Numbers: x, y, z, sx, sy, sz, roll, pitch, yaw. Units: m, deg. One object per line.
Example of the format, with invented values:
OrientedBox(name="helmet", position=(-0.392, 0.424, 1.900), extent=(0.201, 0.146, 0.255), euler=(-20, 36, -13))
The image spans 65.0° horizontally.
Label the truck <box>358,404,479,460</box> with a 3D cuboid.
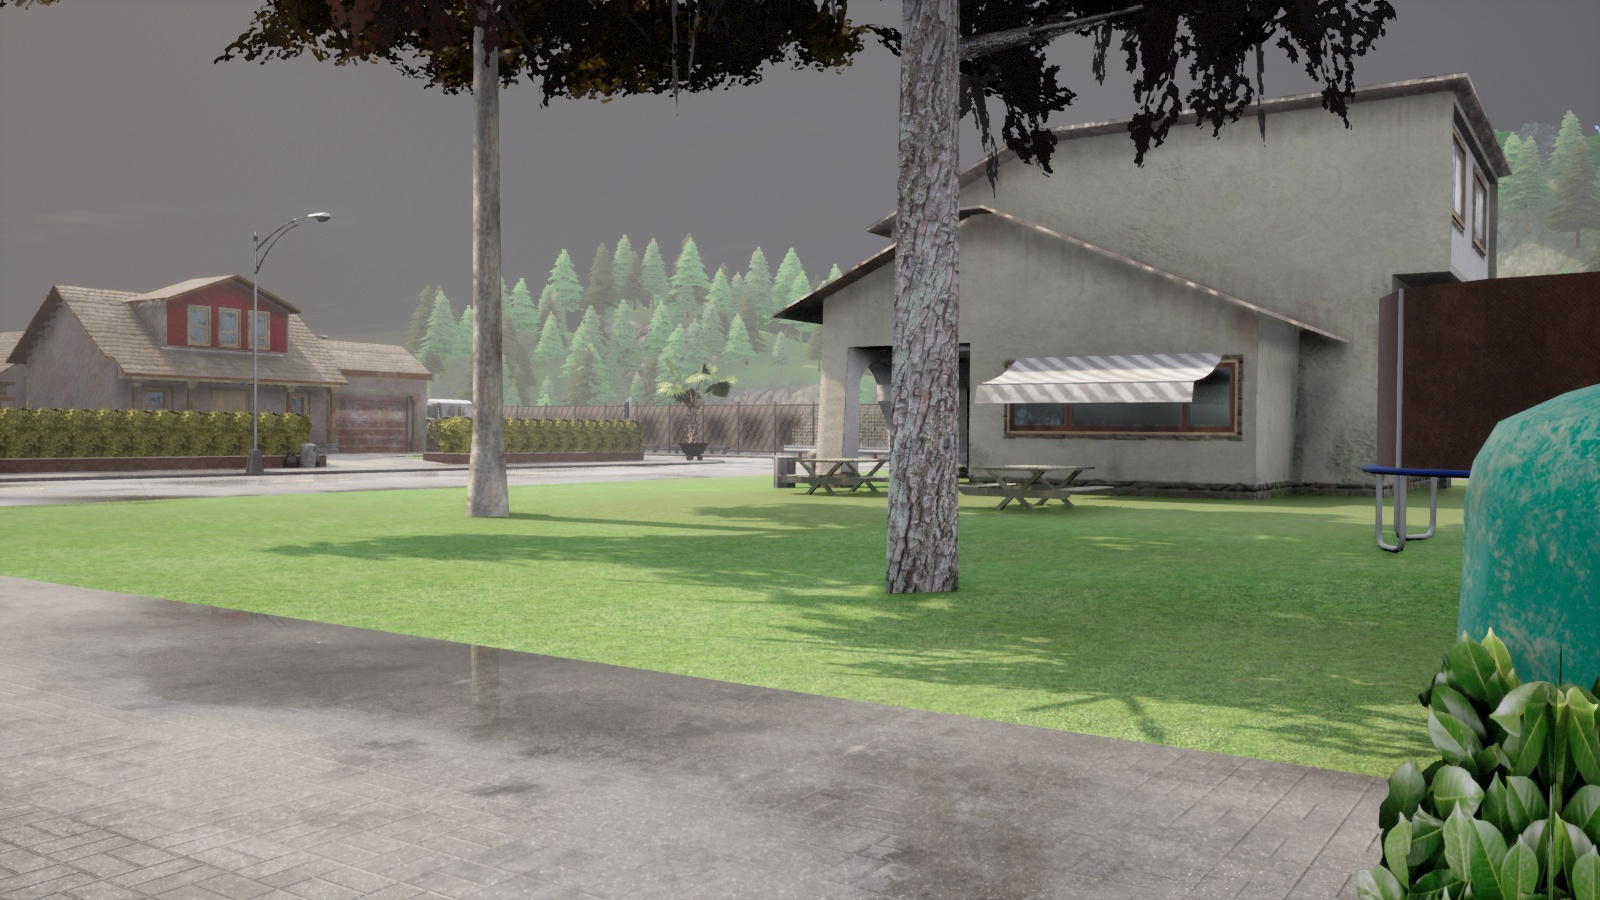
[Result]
OrientedBox(name="truck", position=(-24.303, -1.120, 79.790), extent=(7.936, 3.462, 2.891), euler=(0, 1, 33))
